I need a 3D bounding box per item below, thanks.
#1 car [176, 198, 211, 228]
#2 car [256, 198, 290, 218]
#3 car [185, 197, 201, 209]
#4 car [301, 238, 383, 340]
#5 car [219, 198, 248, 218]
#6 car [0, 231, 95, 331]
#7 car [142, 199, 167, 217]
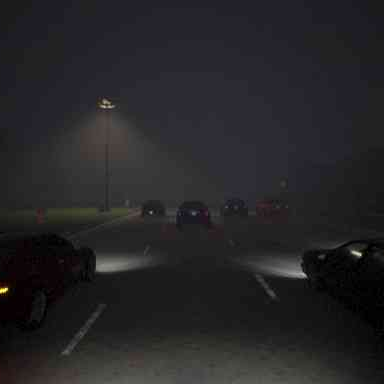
[{"bbox_3d":[0.100,1.313,21.968,2.097,1.767,4.553,0,0,0],"label":"car"},{"bbox_3d":[7.100,1.297,29.666,2.097,1.767,4.553,0,0,0],"label":"car"},{"bbox_3d":[0.100,1.466,44.317,2.033,1.411,5.357,0,0,0],"label":"car"},{"bbox_3d":[3.599,1.537,5.791,2.033,1.411,5.357,0,0,0],"label":"car"},{"bbox_3d":[3.600,1.298,29.285,2.097,1.767,4.553,0,0,0],"label":"car"},{"bbox_3d":[-3.400,1.513,6.700,1.812,1.442,4.674,0,0,0],"label":"car"},{"bbox_3d":[-3.400,1.449,30.170,1.837,1.490,4.892,0,0,0],"label":"car"}]
